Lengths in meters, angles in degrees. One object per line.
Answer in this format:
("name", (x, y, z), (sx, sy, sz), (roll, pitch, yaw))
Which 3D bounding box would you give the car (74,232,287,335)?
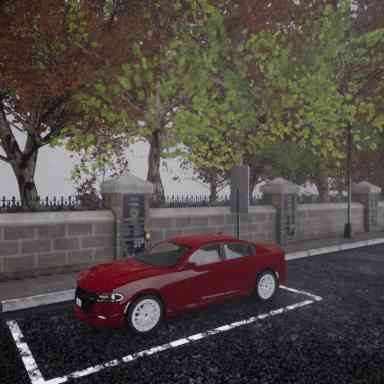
("car", (-0.012, 1.545, 6.711), (4.507, 1.381, 1.887), (0, 0, -36))

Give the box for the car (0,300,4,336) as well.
("car", (-4.490, 1.551, 3.449), (4.403, 1.369, 2.008), (0, 0, -36))
